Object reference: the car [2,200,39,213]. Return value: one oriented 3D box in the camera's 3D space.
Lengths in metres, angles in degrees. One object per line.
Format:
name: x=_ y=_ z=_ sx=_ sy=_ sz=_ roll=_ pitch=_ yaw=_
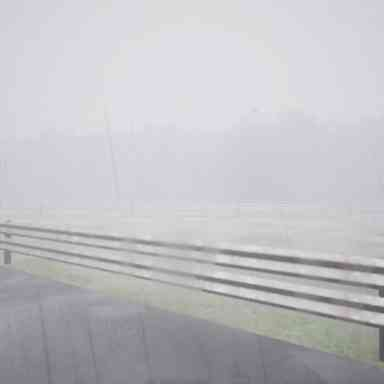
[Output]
car: x=-21.018 y=1.738 z=40.743 sx=4.674 sy=1.442 sz=1.812 roll=0 pitch=0 yaw=16
